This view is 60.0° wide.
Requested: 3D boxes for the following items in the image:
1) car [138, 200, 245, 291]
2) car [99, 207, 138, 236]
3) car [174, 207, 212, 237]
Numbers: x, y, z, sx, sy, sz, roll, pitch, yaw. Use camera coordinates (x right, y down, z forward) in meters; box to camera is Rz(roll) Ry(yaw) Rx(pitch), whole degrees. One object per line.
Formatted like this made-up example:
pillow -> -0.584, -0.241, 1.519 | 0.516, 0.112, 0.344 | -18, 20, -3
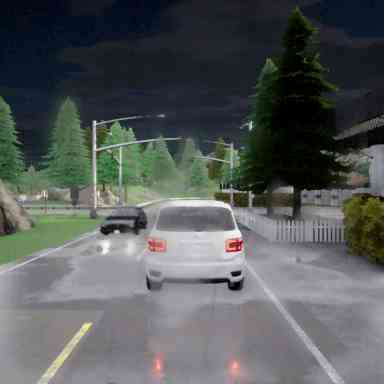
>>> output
car -> 0.065, 1.221, 9.170 | 2.150, 2.045, 5.566 | 0, 0, 0
car -> -3.625, 1.547, 18.738 | 2.033, 1.411, 5.357 | 0, 0, 0
car -> 0.020, 1.601, 18.934 | 1.895, 1.301, 4.718 | 0, 0, 0
